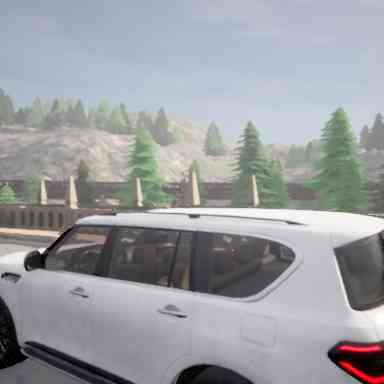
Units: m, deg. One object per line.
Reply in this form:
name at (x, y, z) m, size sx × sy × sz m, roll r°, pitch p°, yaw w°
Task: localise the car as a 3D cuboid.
car at (-0.452, 1.204, 4.098) m, size 5.566 × 2.045 × 2.150 m, roll 0°, pitch 0°, yaw 34°
